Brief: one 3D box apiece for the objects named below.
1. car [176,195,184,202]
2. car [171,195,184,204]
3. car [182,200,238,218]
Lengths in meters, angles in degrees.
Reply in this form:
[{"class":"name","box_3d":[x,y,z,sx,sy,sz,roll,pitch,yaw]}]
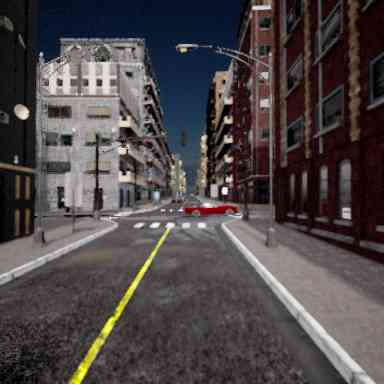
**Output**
[{"class":"car","box_3d":[-2.804,1.481,78.309,1.812,1.442,4.674,0,0,0]},{"class":"car","box_3d":[-2.813,1.511,62.915,1.994,1.385,4.181,0,0,0]},{"class":"car","box_3d":[1.692,1.536,29.347,4.718,1.301,1.895,-1,-1,-1]}]
